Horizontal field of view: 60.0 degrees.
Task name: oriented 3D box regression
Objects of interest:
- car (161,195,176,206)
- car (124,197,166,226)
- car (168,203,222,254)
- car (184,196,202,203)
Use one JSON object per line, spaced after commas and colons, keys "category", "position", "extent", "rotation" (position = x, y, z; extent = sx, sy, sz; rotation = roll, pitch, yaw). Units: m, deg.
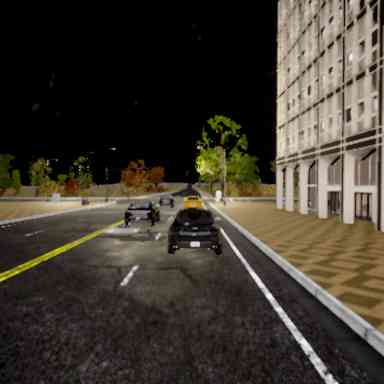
{"category": "car", "position": [-3.140, 1.160, 42.029], "extent": [2.128, 1.511, 4.902], "rotation": [0, 0, 0]}
{"category": "car", "position": [-3.145, 1.327, 21.783], "extent": [2.128, 1.511, 4.902], "rotation": [0, 0, 0]}
{"category": "car", "position": [0.104, 1.407, 13.069], "extent": [1.837, 1.490, 4.892], "rotation": [0, 0, 0]}
{"category": "car", "position": [0.108, 1.202, 35.427], "extent": [1.882, 1.535, 5.008], "rotation": [0, 0, 0]}
